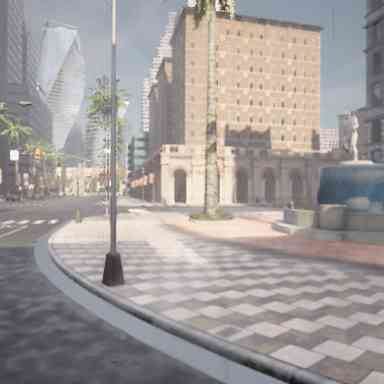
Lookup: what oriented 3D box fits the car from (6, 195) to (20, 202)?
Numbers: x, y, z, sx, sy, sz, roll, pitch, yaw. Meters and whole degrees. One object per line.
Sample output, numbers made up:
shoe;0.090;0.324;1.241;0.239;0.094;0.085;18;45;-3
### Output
car;-38.191;1.318;71.103;2.161;1.482;4.786;0;0;-14
